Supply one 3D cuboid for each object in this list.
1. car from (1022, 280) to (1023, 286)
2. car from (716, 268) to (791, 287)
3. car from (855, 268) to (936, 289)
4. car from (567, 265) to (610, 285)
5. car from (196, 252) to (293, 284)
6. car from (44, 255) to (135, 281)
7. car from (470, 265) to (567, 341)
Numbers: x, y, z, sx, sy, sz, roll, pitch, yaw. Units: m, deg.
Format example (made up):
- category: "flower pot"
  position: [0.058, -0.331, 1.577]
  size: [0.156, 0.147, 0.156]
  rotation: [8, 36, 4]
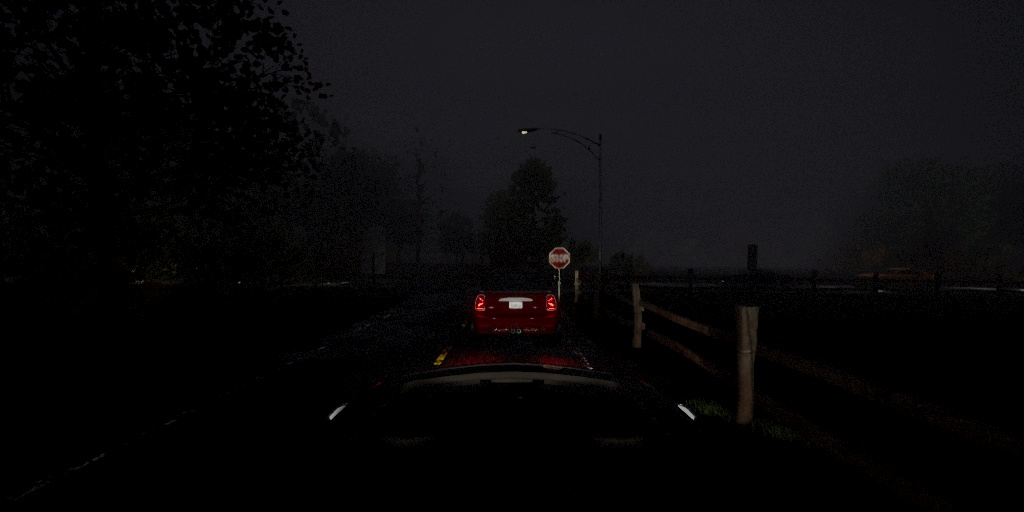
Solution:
- category: "car"
  position: [41.876, 1.829, 27.098]
  size: [4.902, 1.511, 2.128]
  rotation: [1, 1, 0]
- category: "car"
  position: [18.075, 1.596, 27.112]
  size: [4.718, 1.301, 1.895]
  rotation: [1, 1, 0]
- category: "car"
  position: [28.930, 1.629, 27.118]
  size: [5.008, 1.535, 1.882]
  rotation: [1, 1, 0]
- category: "car"
  position: [5.227, 1.376, 27.091]
  size: [4.181, 1.385, 1.994]
  rotation: [1, 1, 0]
- category: "car"
  position: [-17.884, 0.756, 24.023]
  size: [5.566, 2.045, 2.150]
  rotation: [1, 1, 0]
- category: "car"
  position: [-27.968, 0.749, 23.967]
  size: [4.553, 1.767, 2.097]
  rotation: [1, 1, 0]
- category: "car"
  position: [0.081, 1.100, 10.015]
  size: [2.097, 1.767, 4.553]
  rotation: [0, 0, 0]
